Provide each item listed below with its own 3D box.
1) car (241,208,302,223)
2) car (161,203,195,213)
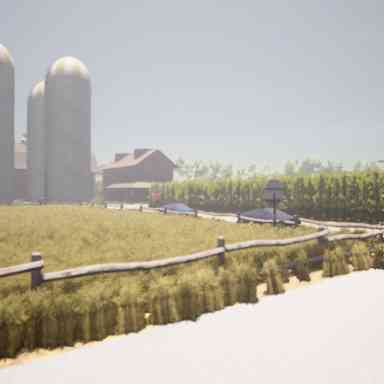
[{"bbox_3d":[5.046,1.719,21.735,1.994,1.385,4.181,0,-1,-36],"label":"car"},{"bbox_3d":[-1.318,1.738,30.611,1.812,1.442,4.674,0,0,-35],"label":"car"}]
